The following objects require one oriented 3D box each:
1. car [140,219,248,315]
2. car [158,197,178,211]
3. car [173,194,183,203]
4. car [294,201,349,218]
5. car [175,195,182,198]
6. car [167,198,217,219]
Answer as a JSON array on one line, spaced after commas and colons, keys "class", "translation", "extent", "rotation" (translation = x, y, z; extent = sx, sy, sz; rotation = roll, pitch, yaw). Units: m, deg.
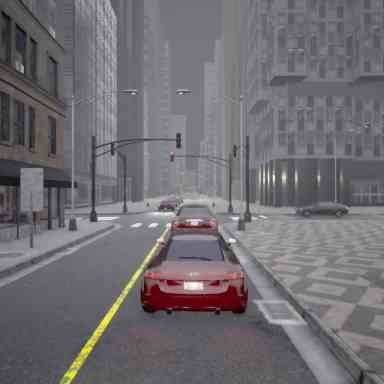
[{"class": "car", "translation": [0.088, 1.565, 7.654], "extent": [1.994, 1.385, 4.181], "rotation": [0, 0, 2]}, {"class": "car", "translation": [-3.072, 1.624, 41.283], "extent": [1.895, 1.301, 4.718], "rotation": [0, 0, 0]}, {"class": "car", "translation": [-2.959, 1.413, 70.933], "extent": [2.097, 1.767, 4.553], "rotation": [0, 0, 0]}, {"class": "car", "translation": [11.760, 1.543, 30.318], "extent": [4.674, 1.442, 1.812], "rotation": [0, 0, 1]}, {"class": "car", "translation": [-3.063, 1.580, 50.935], "extent": [2.033, 1.411, 5.357], "rotation": [0, 0, 0]}, {"class": "car", "translation": [0.161, 1.356, 16.275], "extent": [2.097, 1.767, 4.553], "rotation": [0, 0, 2]}]
